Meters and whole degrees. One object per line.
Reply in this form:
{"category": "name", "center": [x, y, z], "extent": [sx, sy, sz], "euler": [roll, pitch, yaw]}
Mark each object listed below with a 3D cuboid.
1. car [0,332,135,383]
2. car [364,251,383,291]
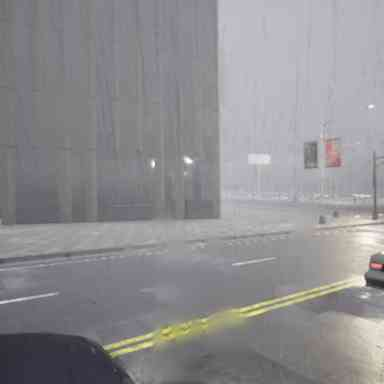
{"category": "car", "center": [-2.266, 1.557, 1.811], "extent": [4.181, 1.385, 1.994], "euler": [1, 0, -35]}
{"category": "car", "center": [6.209, 1.624, 7.932], "extent": [5.357, 1.411, 2.033], "euler": [1, 0, -36]}
